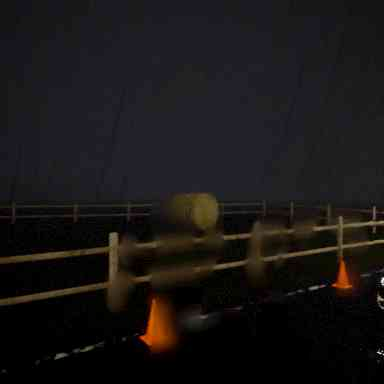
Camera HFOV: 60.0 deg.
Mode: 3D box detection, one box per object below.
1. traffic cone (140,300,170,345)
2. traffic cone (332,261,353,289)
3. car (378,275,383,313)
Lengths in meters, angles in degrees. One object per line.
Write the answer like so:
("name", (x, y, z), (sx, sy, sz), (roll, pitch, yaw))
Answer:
("traffic cone", (-0.568, 1.950, 5.080), (0.340, 0.580, 0.340), (0, 0, -35))
("traffic cone", (3.589, 1.951, 7.930), (0.340, 0.580, 0.340), (0, 0, -34))
("car", (5.446, 1.504, 6.274), (4.892, 1.490, 1.837), (0, 0, -34))
